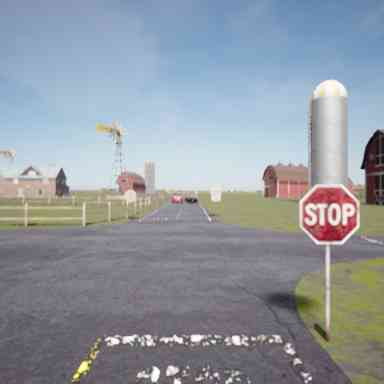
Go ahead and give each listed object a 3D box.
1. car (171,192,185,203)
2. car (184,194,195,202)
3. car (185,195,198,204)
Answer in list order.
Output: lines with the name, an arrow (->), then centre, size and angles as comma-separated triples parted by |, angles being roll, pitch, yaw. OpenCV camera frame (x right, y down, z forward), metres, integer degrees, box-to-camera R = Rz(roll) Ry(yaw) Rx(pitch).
car -> -2.862, 1.096, 65.641 | 2.150, 2.045, 5.566 | 0, 0, -2
car -> -0.578, 1.317, 71.678 | 1.882, 1.535, 5.008 | 0, 0, -6
car -> 0.066, 1.366, 61.568 | 1.882, 1.535, 5.008 | 0, 0, -2
